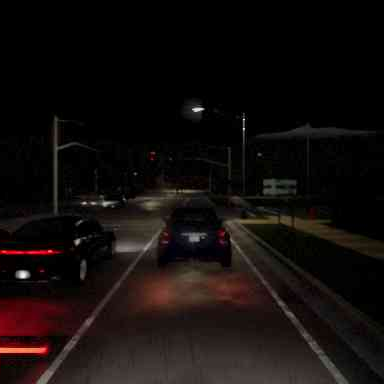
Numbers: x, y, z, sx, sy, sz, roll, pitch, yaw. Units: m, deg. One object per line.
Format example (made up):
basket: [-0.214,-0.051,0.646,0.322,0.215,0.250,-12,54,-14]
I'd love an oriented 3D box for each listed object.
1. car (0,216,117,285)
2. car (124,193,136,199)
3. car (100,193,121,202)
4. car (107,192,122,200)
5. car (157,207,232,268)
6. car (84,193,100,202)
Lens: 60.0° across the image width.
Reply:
car: [-3.437,1.425,9.212,1.837,1.490,4.892,0,0,0]
car: [-14.124,0.896,75.774,2.033,1.411,5.357,0,0,1]
car: [-14.406,1.096,59.837,1.895,1.301,4.718,0,0,1]
car: [-17.624,0.880,75.852,2.128,1.511,4.902,0,0,1]
car: [0.073,1.259,11.098,2.097,1.767,4.553,0,1,0]
car: [-17.903,0.973,59.773,1.882,1.535,5.008,0,1,1]
